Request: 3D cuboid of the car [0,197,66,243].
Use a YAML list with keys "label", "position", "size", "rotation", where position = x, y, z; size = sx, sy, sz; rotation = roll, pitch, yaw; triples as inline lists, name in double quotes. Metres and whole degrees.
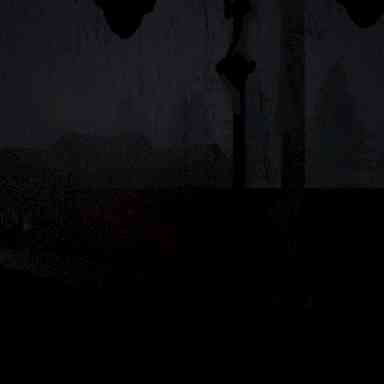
- label: "car"
  position: [-6.118, 1.182, 15.487]
  size: [1.932, 1.855, 4.605]
  rotation: [0, 0, 36]
